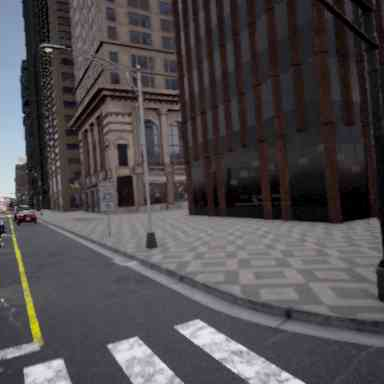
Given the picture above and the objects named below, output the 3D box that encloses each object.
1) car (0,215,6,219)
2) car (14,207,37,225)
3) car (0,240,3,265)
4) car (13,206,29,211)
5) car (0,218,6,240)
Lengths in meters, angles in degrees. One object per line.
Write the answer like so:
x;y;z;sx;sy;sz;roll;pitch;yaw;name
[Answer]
-16.906;2.576;27.983;2.097;1.767;4.553;-4;0;-29;car
-18.746;2.861;37.760;1.882;1.535;5.008;-4;0;-29;car
-7.379;2.003;10.835;1.882;1.535;5.008;-4;0;-29;car
-23.753;2.980;46.653;2.150;2.045;5.566;-4;0;-29;car
-11.920;2.457;19.021;1.895;1.301;4.718;-4;0;-29;car
